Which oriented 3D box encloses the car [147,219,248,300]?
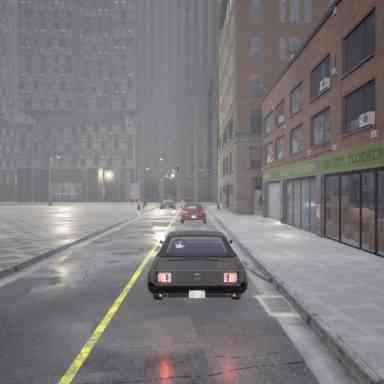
[{"bbox_3d":[0.098,1.601,8.350,1.895,1.301,4.718,0,0,0],"label":"car"}]

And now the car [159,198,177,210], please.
[{"bbox_3d":[-3.025,1.523,42.450,1.812,1.442,4.674,0,0,0],"label":"car"}]

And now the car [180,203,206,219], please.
[{"bbox_3d":[0.098,1.525,24.992,1.812,1.442,4.674,0,0,0],"label":"car"}]
